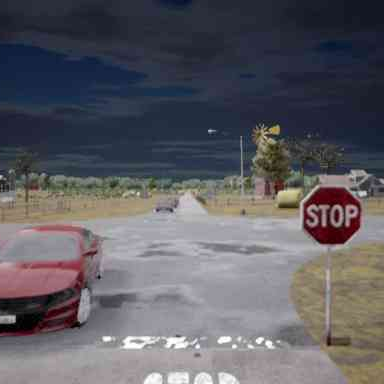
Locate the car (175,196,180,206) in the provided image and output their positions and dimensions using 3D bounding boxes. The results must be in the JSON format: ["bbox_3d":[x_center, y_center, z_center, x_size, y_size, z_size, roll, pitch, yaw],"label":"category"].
[{"bbox_3d":[-3.162,1.611,49.295,1.994,1.385,4.181,0,0,0],"label":"car"}]

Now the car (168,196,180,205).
[{"bbox_3d":[-3.196,1.577,60.303,1.837,1.490,4.892,0,0,0],"label":"car"}]

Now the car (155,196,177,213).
[{"bbox_3d":[-3.030,1.533,37.441,1.837,1.490,4.892,0,0,-1],"label":"car"}]

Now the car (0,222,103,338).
[{"bbox_3d":[-2.994,1.480,7.019,1.882,1.535,5.008,1,0,-10],"label":"car"}]
